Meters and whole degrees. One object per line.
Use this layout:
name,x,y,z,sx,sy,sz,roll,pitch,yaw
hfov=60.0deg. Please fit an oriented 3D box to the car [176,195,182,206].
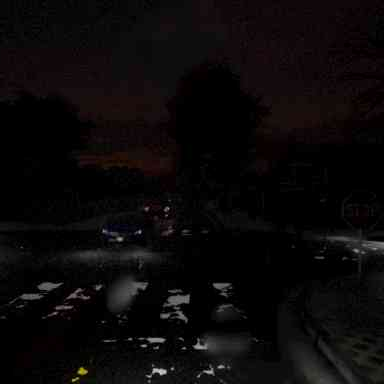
car,-2.633,1.261,51.526,2.097,1.767,4.553,0,0,1

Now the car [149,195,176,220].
car,-2.688,1.330,27.291,2.097,1.767,4.553,0,0,0

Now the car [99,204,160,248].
car,-2.711,1.501,14.888,1.812,1.442,4.674,1,0,0

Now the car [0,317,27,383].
car,-2.749,1.600,1.423,1.895,1.301,4.718,0,0,0
